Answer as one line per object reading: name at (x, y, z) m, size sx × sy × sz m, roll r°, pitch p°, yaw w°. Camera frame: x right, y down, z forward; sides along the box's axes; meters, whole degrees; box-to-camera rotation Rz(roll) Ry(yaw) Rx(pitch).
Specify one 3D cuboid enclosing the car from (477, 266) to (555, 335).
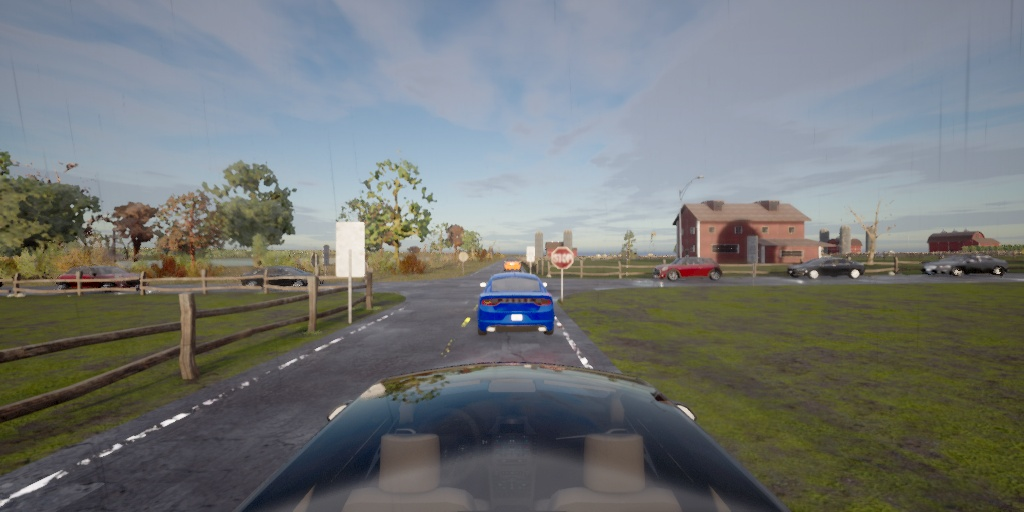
car at (0.062, 1.221, 10.486) m, size 1.882 × 1.535 × 5.008 m, roll 0°, pitch 0°, yaw -1°

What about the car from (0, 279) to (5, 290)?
car at (-37.430, 1.841, 24.228) m, size 4.718 × 1.301 × 1.895 m, roll -1°, pitch 0°, yaw 6°

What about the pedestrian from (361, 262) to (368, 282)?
pedestrian at (-12.175, 1.146, 29.453) m, size 0.375 × 1.860 × 0.375 m, roll 0°, pitch 1°, yaw 0°

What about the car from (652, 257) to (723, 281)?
car at (12.704, 0.872, 26.201) m, size 4.553 × 1.767 × 2.097 m, roll -1°, pitch 1°, yaw -1°

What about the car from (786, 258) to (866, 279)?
car at (22.800, 0.877, 26.177) m, size 4.892 × 1.490 × 1.837 m, roll -1°, pitch 1°, yaw 0°

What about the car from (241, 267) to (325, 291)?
car at (-14.927, 1.440, 23.505) m, size 4.892 × 1.490 × 1.837 m, roll -1°, pitch 0°, yaw 1°

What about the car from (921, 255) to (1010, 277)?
car at (32.842, 0.715, 26.096) m, size 4.902 × 1.511 × 2.128 m, roll -1°, pitch 1°, yaw 0°

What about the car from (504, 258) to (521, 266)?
car at (0.073, 1.072, 47.489) m, size 2.097 × 1.767 × 4.553 m, roll 0°, pitch 0°, yaw 0°

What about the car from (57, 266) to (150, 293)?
car at (-26.866, 1.451, 23.685) m, size 4.553 × 1.767 × 2.097 m, roll -1°, pitch 1°, yaw 2°
